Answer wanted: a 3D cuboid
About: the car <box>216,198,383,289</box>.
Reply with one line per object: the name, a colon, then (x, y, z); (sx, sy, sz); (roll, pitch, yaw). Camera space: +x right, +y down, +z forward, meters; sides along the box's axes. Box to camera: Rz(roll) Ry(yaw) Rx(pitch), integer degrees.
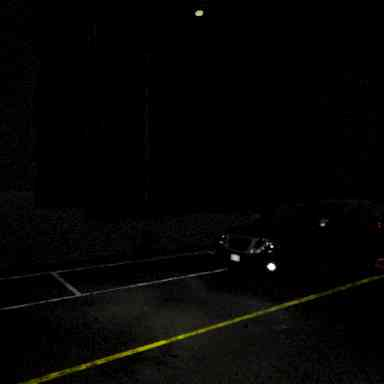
car: (3.288, 1.222, 9.586); (5.566, 2.045, 2.150); (0, 0, -36)
